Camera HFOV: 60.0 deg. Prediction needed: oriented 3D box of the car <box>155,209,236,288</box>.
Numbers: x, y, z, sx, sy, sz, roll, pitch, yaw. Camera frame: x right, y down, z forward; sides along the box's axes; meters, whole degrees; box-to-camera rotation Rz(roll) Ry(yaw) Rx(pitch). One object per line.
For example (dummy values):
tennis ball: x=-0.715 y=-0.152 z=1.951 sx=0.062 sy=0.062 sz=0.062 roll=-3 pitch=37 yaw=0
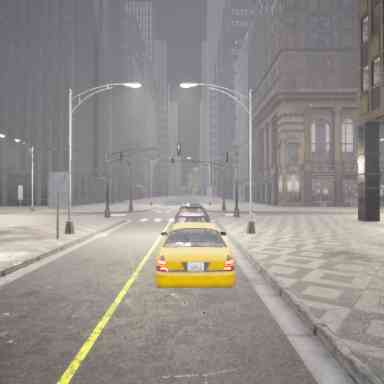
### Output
car: x=0.050 y=1.463 z=9.192 sx=1.801 sy=1.575 sz=5.366 roll=0 pitch=0 yaw=-1

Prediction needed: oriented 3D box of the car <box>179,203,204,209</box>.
car: x=-0.011 y=1.456 z=19.566 sx=2.033 sy=1.649 sz=4.856 roll=0 pitch=0 yaw=0
